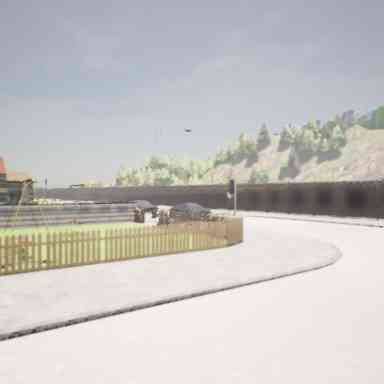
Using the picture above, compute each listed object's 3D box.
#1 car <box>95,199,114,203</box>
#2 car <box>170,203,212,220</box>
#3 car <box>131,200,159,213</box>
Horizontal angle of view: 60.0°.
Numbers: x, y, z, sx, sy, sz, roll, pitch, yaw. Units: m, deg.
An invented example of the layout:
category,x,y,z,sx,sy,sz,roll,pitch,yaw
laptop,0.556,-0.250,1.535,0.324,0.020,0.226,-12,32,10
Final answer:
category,x,y,z,sx,sy,sz,roll,pitch,yaw
car,-11.384,1.643,44.237,1.895,1.301,4.718,0,0,-35
car,-0.133,1.606,28.424,1.994,1.385,4.181,0,0,-35
car,-5.578,1.590,36.062,2.033,1.411,5.357,0,0,-35
